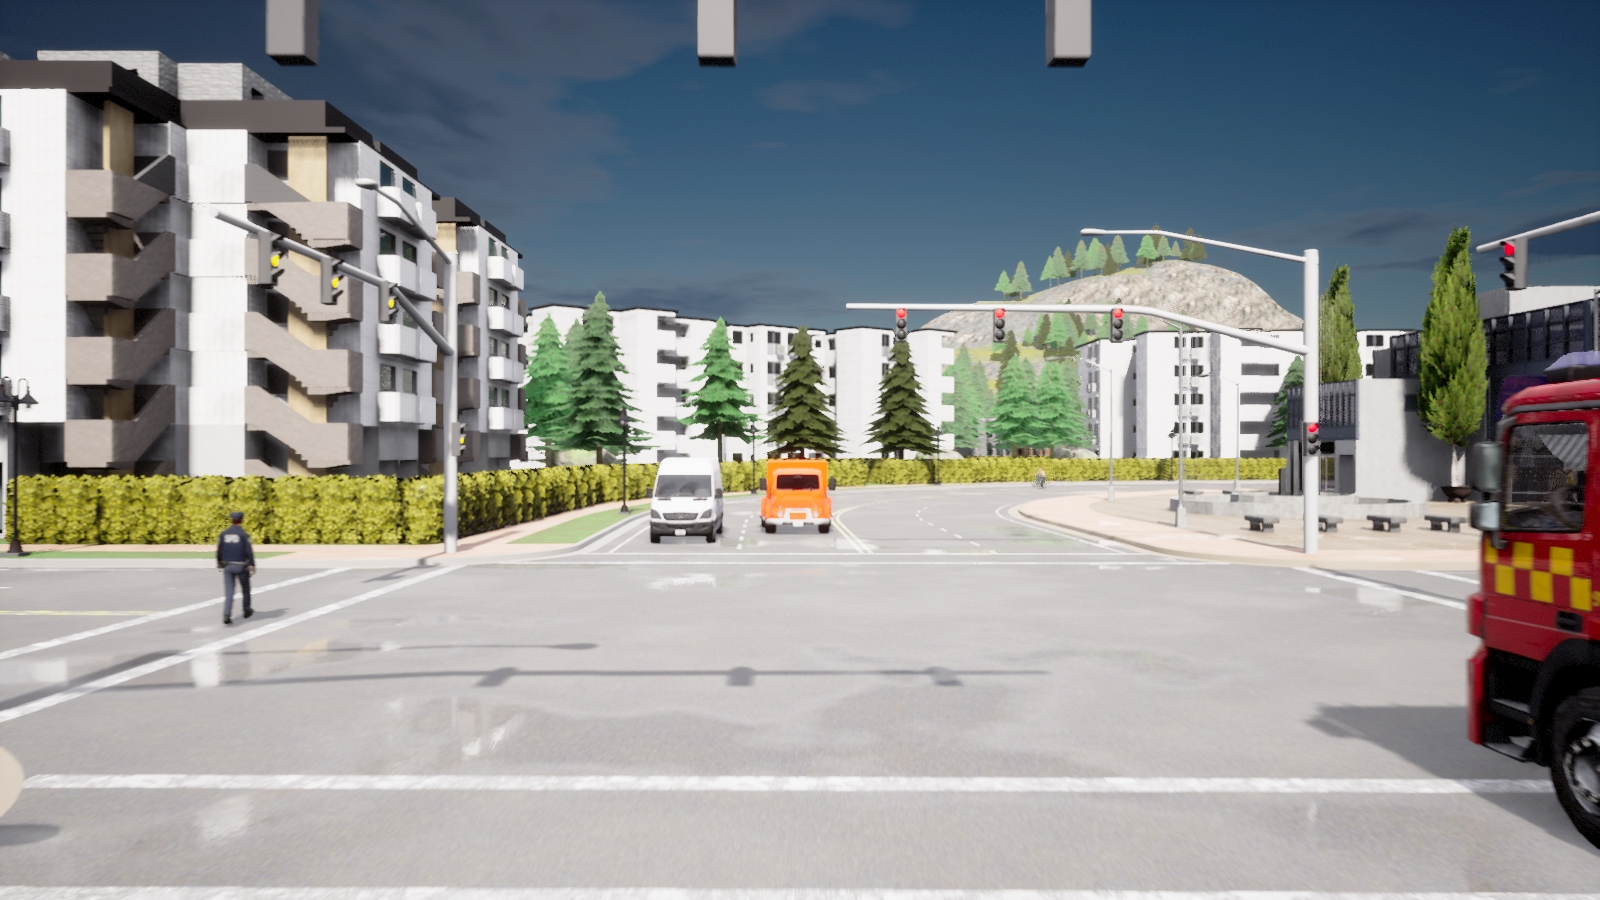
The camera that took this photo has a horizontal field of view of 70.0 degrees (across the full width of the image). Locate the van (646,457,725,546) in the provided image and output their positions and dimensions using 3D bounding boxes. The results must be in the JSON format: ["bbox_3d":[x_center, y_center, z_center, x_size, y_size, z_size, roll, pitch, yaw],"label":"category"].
[{"bbox_3d":[-3.545,1.534,36.390,1.988,2.561,5.915,0,0,-1],"label":"van"}]

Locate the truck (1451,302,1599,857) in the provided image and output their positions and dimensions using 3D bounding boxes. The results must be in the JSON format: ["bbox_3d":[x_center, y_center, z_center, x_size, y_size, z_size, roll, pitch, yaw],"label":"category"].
[{"bbox_3d":[6.966,0.891,5.430,2.891,3.827,8.468,0,0,0],"label":"truck"}]

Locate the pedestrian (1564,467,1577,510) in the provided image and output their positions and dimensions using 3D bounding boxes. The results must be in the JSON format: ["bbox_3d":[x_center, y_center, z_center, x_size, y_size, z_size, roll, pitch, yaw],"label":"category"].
[{"bbox_3d":[34.054,1.700,50.509,0.375,1.860,0.375,0,0,20],"label":"pedestrian"}]

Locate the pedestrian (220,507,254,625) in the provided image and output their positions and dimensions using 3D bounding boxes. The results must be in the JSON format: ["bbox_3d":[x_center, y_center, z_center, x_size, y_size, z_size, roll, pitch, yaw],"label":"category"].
[{"bbox_3d":[-9.031,1.848,18.329,0.375,1.860,0.375,0,0,-4],"label":"pedestrian"}]

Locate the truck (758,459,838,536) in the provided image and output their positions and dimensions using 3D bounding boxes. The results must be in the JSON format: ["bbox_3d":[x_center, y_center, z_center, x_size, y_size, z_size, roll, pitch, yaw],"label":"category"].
[{"bbox_3d":[-0.115,1.568,39.902,2.627,2.467,5.204,0,0,-1],"label":"truck"}]
